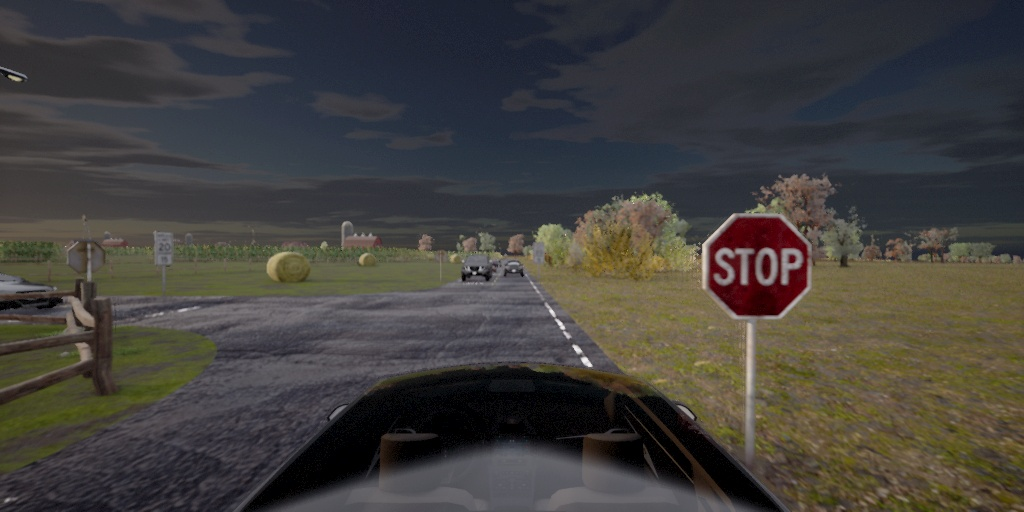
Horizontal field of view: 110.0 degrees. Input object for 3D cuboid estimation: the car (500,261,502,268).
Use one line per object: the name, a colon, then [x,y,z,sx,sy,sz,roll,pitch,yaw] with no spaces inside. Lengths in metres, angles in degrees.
car: [-2.674,1.233,58.361,1.994,1.385,4.181,0,0,1]

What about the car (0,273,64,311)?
car: [-17.785,1.200,11.824,4.181,1.385,1.994,1,1,-1]

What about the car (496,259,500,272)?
car: [-2.756,1.247,41.336,1.994,1.385,4.181,0,0,0]

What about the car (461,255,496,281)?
car: [-2.785,0.920,29.402,2.150,2.045,5.566,0,0,0]

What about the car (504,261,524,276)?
car: [0.181,1.214,36.022,1.812,1.442,4.674,0,0,0]
